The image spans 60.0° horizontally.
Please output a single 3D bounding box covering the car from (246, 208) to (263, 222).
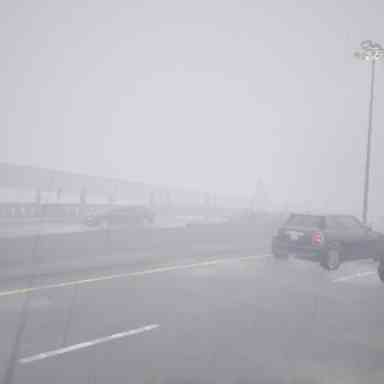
[{"bbox_3d":[6.123,1.939,21.254,4.902,1.511,2.128,4,-2,-35],"label":"car"}]

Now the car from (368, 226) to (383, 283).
[{"bbox_3d":[6.876,1.495,8.650,4.553,1.767,2.097,2,-1,-35],"label":"car"}]

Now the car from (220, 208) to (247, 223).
[{"bbox_3d":[4.229,1.949,24.203,4.902,1.511,2.128,4,-2,-35],"label":"car"}]

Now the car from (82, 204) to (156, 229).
[{"bbox_3d":[-4.772,1.595,22.083,4.892,1.490,1.837,2,-1,-35],"label":"car"}]

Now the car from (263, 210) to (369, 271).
[{"bbox_3d":[4.894,1.497,11.536,4.553,1.767,2.097,2,-1,-35],"label":"car"}]
